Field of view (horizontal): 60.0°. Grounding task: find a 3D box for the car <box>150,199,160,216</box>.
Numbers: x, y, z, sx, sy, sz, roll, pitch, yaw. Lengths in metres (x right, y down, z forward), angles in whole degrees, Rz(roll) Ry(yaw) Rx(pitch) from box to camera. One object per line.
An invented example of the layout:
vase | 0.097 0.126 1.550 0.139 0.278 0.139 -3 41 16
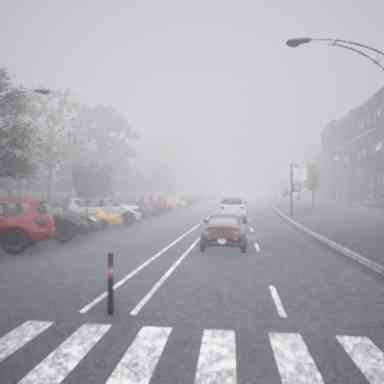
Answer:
car | -5.728 1.701 30.803 4.792 1.488 2.163 -1 0 -11

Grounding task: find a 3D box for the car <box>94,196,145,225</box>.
car | -6.605 1.427 24.947 5.566 2.045 2.435 -1 -1 -11

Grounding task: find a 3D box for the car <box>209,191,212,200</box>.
car | 0.862 1.175 65.858 5.008 1.535 2.097 -1 1 -8

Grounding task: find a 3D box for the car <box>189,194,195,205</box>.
car | -2.621 1.444 48.377 5.008 1.535 2.097 -1 1 -10

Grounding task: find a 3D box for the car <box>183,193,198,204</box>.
car | -2.084 1.398 51.306 5.008 1.535 2.097 -1 0 -9

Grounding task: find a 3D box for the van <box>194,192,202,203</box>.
van | -1.057 1.083 57.104 4.442 1.987 1.878 -1 1 -9

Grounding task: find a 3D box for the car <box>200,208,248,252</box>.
car | 1.433 1.667 14.585 1.812 1.442 4.674 0 0 8

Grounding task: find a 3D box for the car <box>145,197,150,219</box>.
car | -6.142 1.553 27.881 4.553 1.767 2.185 -1 0 -11

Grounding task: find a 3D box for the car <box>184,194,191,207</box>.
car | -3.352 1.491 45.426 5.366 1.575 1.946 -1 1 -10

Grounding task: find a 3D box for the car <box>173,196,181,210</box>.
car | -4.211 1.583 39.608 5.008 1.535 2.097 -1 1 -10

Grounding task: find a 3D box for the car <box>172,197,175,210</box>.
car | -4.730 1.623 36.685 4.892 1.521 2.231 -1 0 -11

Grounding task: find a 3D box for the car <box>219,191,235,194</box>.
car | 7.400 1.158 70.950 1.994 1.385 4.181 0 1 12

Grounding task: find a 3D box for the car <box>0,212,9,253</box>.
car | -8.742 1.561 10.221 4.892 1.521 2.231 0 0 -13

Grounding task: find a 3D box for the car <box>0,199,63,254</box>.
car | -8.375 1.337 13.161 5.566 2.045 2.435 0 0 -12

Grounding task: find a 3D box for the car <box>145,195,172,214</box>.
car | -5.248 1.401 33.737 5.566 2.045 2.435 -1 1 -11

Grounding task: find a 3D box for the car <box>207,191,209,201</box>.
car | 0.278 1.092 62.950 4.553 1.767 2.185 -1 1 -8

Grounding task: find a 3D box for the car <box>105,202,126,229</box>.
car | -7.259 1.665 21.946 5.366 1.575 1.946 -1 0 -12

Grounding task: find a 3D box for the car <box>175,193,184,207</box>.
car | -3.729 1.412 42.534 4.553 1.767 2.185 -1 0 -10

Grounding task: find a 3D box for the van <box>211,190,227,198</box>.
van | 7.706 0.568 94.806 4.442 1.987 1.878 -1 0 -6

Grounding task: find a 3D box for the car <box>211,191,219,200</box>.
car | 2.747 1.052 74.575 4.892 1.521 2.231 -1 0 -8

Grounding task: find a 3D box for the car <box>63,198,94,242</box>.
car | -7.909 1.365 16.126 5.566 2.045 2.435 0 -1 -12

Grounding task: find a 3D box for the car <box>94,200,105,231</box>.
car | -7.543 1.519 19.049 4.553 1.767 2.185 0 -1 -12

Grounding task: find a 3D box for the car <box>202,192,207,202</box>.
car | -0.359 1.261 60.048 5.008 1.535 2.097 -1 0 -9

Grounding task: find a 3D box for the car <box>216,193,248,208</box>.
car | 3.620 1.415 29.053 2.150 2.045 5.566 0 0 9
